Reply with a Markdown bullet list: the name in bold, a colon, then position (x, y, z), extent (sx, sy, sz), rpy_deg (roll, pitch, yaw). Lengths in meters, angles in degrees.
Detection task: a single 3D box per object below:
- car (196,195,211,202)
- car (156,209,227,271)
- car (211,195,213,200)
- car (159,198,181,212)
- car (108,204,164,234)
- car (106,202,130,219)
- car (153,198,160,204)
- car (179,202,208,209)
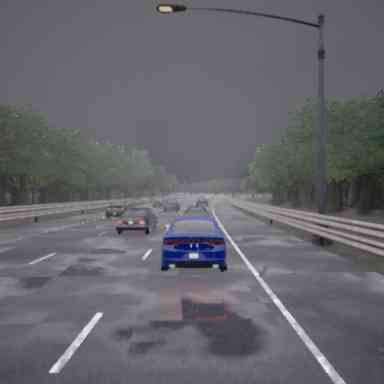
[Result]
- **car**: position (1.927, 1.638, 61.030), extent (2.097, 1.767, 4.553), rpy_deg (0, 0, 4)
- **car**: position (0.078, 1.543, 11.225), extent (1.882, 1.535, 5.008), rpy_deg (0, 0, 1)
- **car**: position (3.683, 1.813, 84.869), extent (1.882, 1.535, 5.008), rpy_deg (0, 0, 5)
- **car**: position (-2.467, 1.701, 42.167), extent (2.128, 1.511, 4.902), rpy_deg (0, 0, 2)
- **car**: position (-3.176, 1.655, 19.949), extent (2.033, 1.411, 5.357), rpy_deg (0, 0, 1)
- **car**: position (-6.433, 1.646, 30.448), extent (2.128, 1.511, 4.902), rpy_deg (0, 0, 2)
- **car**: position (-5.333, 1.785, 55.622), extent (1.812, 1.442, 4.674), rpy_deg (0, 0, 3)
- **car**: position (0.321, 1.699, 24.230), extent (1.994, 1.385, 4.181), rpy_deg (0, 0, 1)
